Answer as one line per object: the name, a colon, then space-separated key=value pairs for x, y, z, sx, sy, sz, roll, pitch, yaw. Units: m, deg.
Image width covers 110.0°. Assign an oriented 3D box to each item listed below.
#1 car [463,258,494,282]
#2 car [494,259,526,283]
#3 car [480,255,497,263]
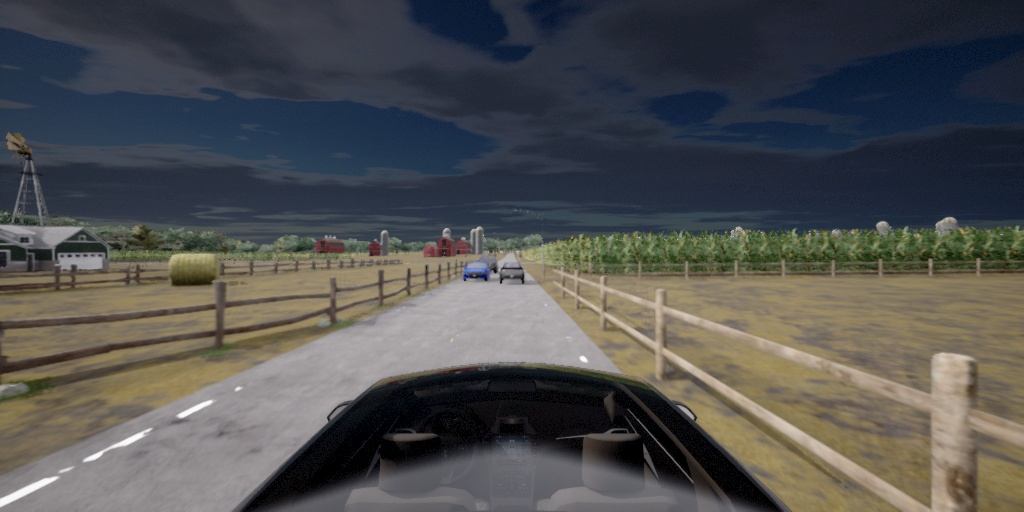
car: x=-2.767 y=1.197 z=29.068 sx=1.882 sy=1.535 sz=5.008 roll=0 pitch=0 yaw=0
car: x=0.025 y=1.214 z=27.455 sx=2.128 sy=1.511 sz=4.902 roll=0 pitch=0 yaw=0
car: x=-2.760 y=0.919 z=41.449 sx=2.150 sy=2.045 sz=5.566 roll=0 pitch=0 yaw=0
